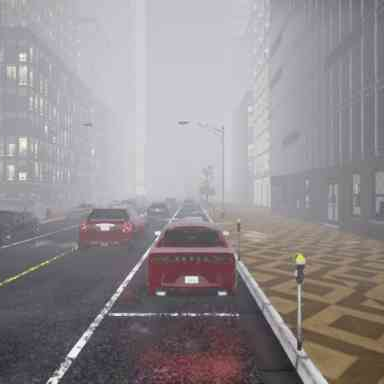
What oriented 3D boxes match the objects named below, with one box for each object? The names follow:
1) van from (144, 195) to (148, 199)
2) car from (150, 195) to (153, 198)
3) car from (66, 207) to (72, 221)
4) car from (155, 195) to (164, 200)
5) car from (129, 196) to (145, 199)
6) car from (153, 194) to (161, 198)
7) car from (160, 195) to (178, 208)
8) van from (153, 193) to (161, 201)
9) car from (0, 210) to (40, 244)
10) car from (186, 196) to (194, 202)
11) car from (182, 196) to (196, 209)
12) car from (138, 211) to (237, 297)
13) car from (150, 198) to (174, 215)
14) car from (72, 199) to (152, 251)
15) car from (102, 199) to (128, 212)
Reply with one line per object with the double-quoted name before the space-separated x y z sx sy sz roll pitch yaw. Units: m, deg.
"van" -8.832 1.315 55.646 1.690 1.788 3.998 0 0 0
"car" -8.832 1.551 61.338 1.802 1.307 4.206 0 0 0
"car" -8.832 1.575 27.183 1.802 1.307 4.206 0 0 0
"car" -8.832 1.504 89.799 1.947 1.339 4.313 0 0 0
"car" -6.239 1.481 32.456 2.128 1.511 4.902 0 0 0
"car" -8.832 1.391 78.413 1.967 1.590 4.097 0 0 0
"car" -3.049 1.457 47.729 1.882 1.535 5.008 0 0 0
"van" -8.831 1.286 84.106 1.690 1.788 3.998 0 0 0
"car" -8.833 1.563 15.800 1.947 1.339 4.313 0 0 0
"car" -0.452 1.533 78.399 1.802 1.307 4.206 0 0 0
"car" -0.452 1.548 44.248 1.947 1.339 4.313 0 0 0
"car" -0.006 1.477 8.649 1.882 1.535 5.008 0 0 0
"car" -3.052 1.554 31.257 1.994 1.385 4.181 0 0 0
"car" -3.144 1.350 14.152 2.097 1.767 4.553 0 0 0
"car" -8.833 1.537 38.569 2.008 1.369 4.403 0 0 0
